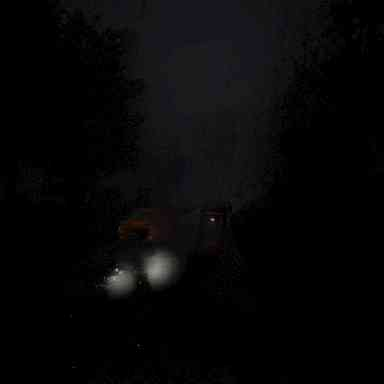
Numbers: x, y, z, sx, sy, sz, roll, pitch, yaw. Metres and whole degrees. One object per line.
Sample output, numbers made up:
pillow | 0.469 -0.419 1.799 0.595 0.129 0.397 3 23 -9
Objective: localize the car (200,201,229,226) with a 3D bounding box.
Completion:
car | 1.642 1.660 24.739 1.837 1.490 4.892 0 -1 6

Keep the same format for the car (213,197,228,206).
car | 5.328 1.752 61.241 1.895 1.301 4.718 2 2 14

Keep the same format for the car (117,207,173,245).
car | -2.118 1.531 16.100 1.882 1.535 5.008 0 0 4

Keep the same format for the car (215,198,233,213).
car | 4.165 1.861 42.284 2.128 1.511 4.902 0 0 10
